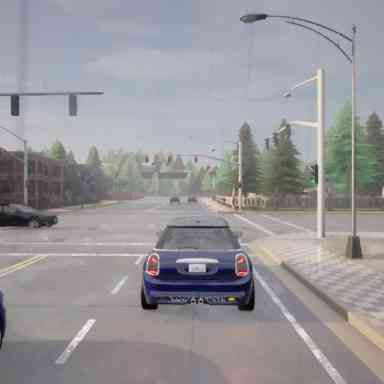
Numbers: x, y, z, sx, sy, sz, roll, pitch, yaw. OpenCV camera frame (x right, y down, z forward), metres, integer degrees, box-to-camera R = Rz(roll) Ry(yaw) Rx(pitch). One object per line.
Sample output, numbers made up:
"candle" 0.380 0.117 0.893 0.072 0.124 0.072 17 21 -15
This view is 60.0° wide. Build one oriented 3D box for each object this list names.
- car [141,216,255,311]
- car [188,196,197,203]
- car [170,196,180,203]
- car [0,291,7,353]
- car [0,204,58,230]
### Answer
"car" 0.162 1.352 7.953 2.097 1.767 4.553 0 0 2
"car" 0.067 1.504 68.241 1.837 1.490 4.892 0 0 0
"car" -3.433 1.504 68.244 1.837 1.490 4.892 0 0 0
"car" -3.440 1.478 2.501 1.882 1.535 5.008 0 0 0
"car" -10.911 1.477 20.551 5.008 1.535 1.882 0 0 1
